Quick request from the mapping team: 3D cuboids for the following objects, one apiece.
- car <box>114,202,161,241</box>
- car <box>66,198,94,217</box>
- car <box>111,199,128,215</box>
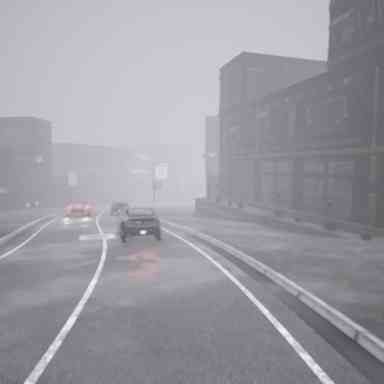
[{"bbox_3d":[-2.746,1.493,16.733,1.837,1.490,4.892,-1,0,-15],"label":"car"},{"bbox_3d":[-10.818,1.427,32.311,2.097,1.767,4.553,-1,0,-12],"label":"car"},{"bbox_3d":[-7.425,1.548,34.761,1.837,1.490,4.892,-1,0,-10],"label":"car"}]
